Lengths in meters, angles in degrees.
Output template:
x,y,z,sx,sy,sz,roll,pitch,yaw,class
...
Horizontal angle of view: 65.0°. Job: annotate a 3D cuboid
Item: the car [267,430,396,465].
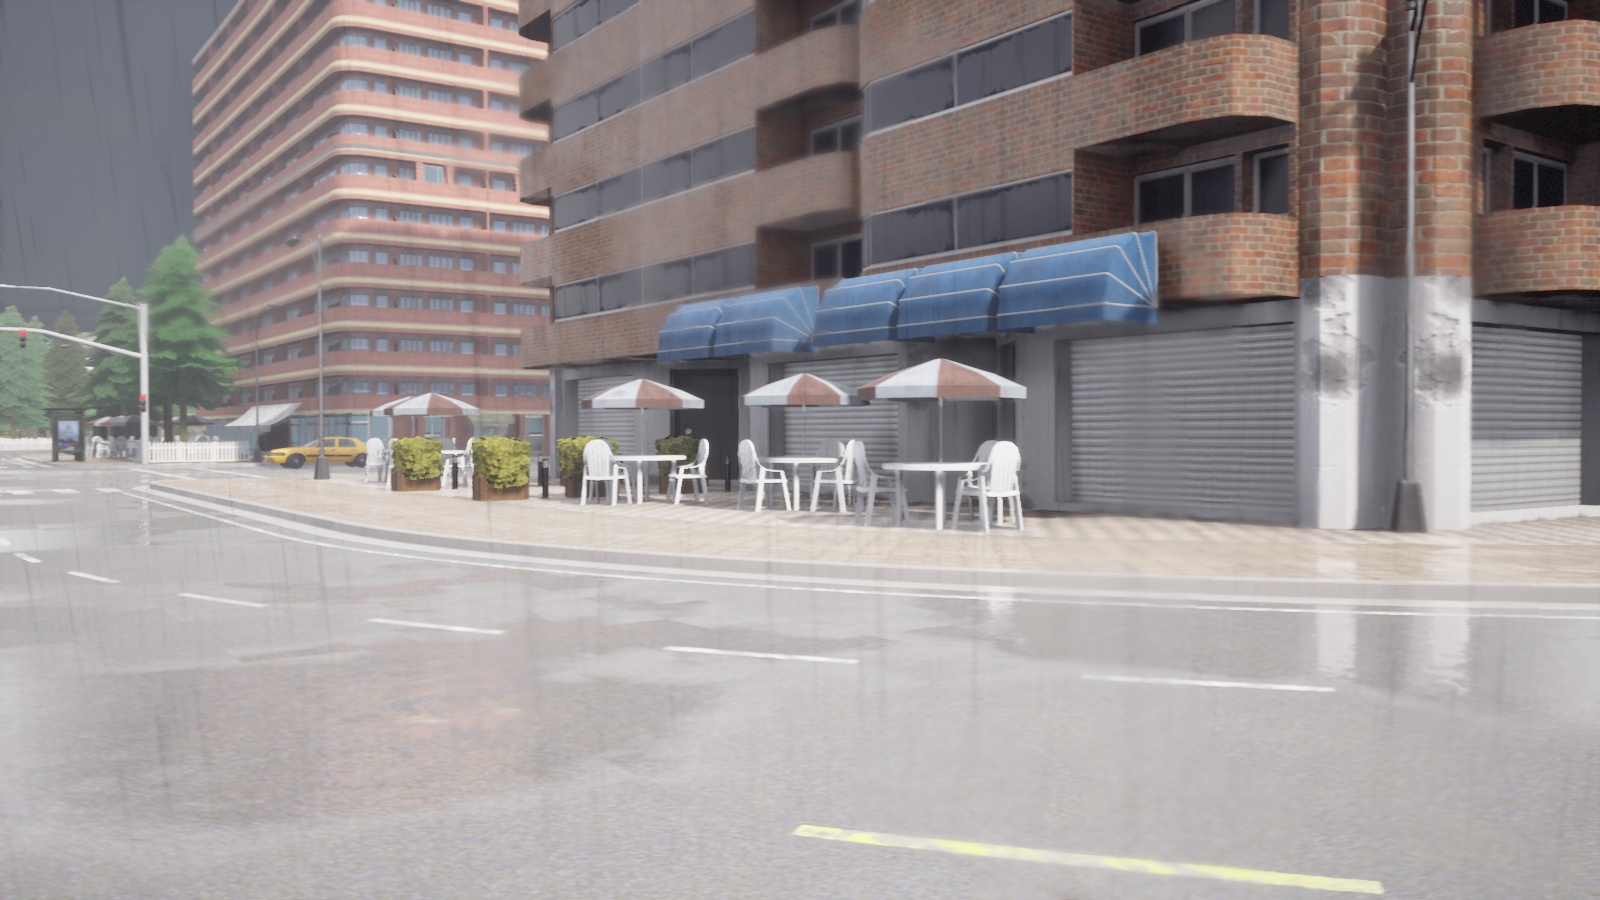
x,y,z,sx,sy,sz,roll,pitch,yaw,class
-21.715,-0.137,58.318,5.366,1.575,1.801,0,1,-35,car
